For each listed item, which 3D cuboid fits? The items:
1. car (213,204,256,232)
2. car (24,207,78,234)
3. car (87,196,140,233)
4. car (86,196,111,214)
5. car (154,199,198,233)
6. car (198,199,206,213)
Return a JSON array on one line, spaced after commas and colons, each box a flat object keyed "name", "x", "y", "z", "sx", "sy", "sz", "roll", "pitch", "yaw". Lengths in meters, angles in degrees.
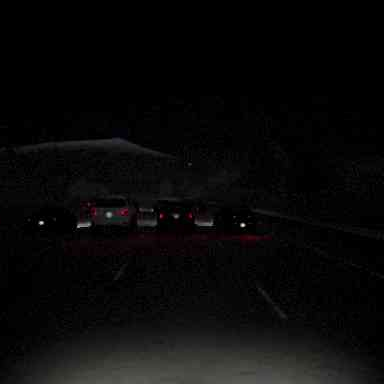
[{"name": "car", "x": 2.461, "y": 1.499, "z": 20.036, "sx": 1.837, "sy": 1.490, "sz": 4.892, "roll": 0, "pitch": 0, "yaw": -6}, {"name": "car", "x": -8.010, "y": 1.572, "z": 19.248, "sx": 1.994, "sy": 1.385, "sz": 4.181, "roll": 0, "pitch": 0, "yaw": -6}, {"name": "car", "x": -4.513, "y": 1.225, "z": 19.723, "sx": 2.150, "sy": 2.045, "sz": 5.566, "roll": 0, "pitch": 0, "yaw": -6}, {"name": "car", "x": -10.276, "y": 1.361, "z": 36.915, "sx": 2.097, "sy": 1.767, "sz": 4.553, "roll": 0, "pitch": 0, "yaw": -8}, {"name": "car", "x": -1.057, "y": 1.351, "z": 19.991, "sx": 2.097, "sy": 1.767, "sz": 4.553, "roll": 0, "pitch": 0, "yaw": -6}, {"name": "car", "x": 0.303, "y": 1.487, "z": 37.091, "sx": 2.128, "sy": 1.511, "sz": 4.902, "roll": 0, "pitch": 0, "yaw": -8}]
